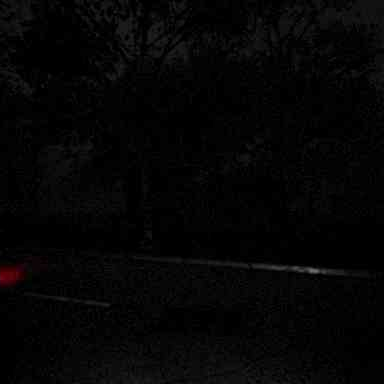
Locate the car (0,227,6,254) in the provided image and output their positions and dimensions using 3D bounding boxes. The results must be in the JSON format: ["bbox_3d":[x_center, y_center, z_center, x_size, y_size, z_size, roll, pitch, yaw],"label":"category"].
[{"bbox_3d":[-8.316,1.426,10.502,5.008,1.535,1.882,0,-1,18],"label":"car"}]
